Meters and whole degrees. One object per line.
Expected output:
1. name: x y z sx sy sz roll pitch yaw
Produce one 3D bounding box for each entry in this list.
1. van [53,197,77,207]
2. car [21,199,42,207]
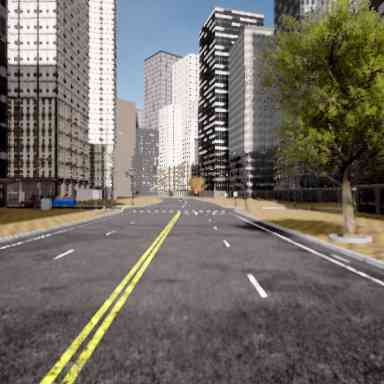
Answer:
1. van: -22.670 1.780 59.424 3.998 1.788 1.690 0 0 1
2. car: -28.209 1.958 59.468 4.507 1.381 1.887 0 0 1
